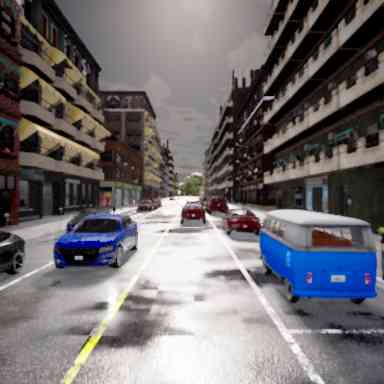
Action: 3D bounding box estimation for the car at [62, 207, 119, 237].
[{"bbox_3d":[-5.679,1.637,19.170,1.947,1.339,4.313,1,0,0],"label":"car"}]

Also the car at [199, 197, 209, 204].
[{"bbox_3d":[2.704,1.829,74.841,2.008,1.369,4.403,1,0,0],"label":"car"}]

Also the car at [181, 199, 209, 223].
[{"bbox_3d":[0.100,1.576,26.774,1.882,1.535,5.008,0,0,0],"label":"car"}]

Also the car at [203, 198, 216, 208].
[{"bbox_3d":[2.703,1.721,52.726,1.752,1.417,4.829,1,0,0],"label":"car"}]

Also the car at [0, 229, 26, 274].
[{"bbox_3d":[-5.679,1.596,8.028,1.947,1.339,4.313,1,0,0],"label":"car"}]

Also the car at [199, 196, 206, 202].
[{"bbox_3d":[2.705,1.847,86.153,1.752,1.417,4.829,1,0,0],"label":"car"}]

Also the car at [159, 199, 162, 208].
[{"bbox_3d":[-5.678,1.756,47.025,1.802,1.307,4.206,1,0,0],"label":"car"}]

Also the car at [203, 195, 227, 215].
[{"bbox_3d":[2.705,1.447,35.844,2.192,1.841,5.009,1,0,0],"label":"car"}]

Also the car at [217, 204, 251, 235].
[{"bbox_3d":[2.701,1.615,19.130,1.887,1.381,4.507,1,0,0],"label":"car"}]

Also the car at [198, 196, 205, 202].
[{"bbox_3d":[2.705,1.924,91.555,1.802,1.307,4.206,1,0,0],"label":"car"}]

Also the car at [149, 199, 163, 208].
[{"bbox_3d":[-5.678,1.777,52.597,1.802,1.307,4.206,1,0,0],"label":"car"}]

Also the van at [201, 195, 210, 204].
[{"bbox_3d":[2.707,1.599,69.270,1.690,1.788,3.998,1,0,0],"label":"van"}]

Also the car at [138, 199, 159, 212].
[{"bbox_3d":[-5.678,1.698,41.455,1.887,1.381,4.507,1,0,0],"label":"car"}]

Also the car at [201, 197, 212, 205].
[{"bbox_3d":[2.704,1.781,63.699,1.887,1.381,4.507,1,0,0],"label":"car"}]

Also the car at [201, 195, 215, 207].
[{"bbox_3d":[2.707,1.531,58.129,2.192,1.841,5.009,1,0,0],"label":"car"}]

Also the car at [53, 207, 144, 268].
[{"bbox_3d":[-3.090,1.521,11.622,1.882,1.535,5.008,0,0,0],"label":"car"}]

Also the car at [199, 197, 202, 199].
[{"bbox_3d":[0.101,1.659,45.227,2.128,1.511,4.902,0,0,0],"label":"car"}]

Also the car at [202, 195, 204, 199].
[{"bbox_3d":[2.706,1.468,41.415,2.192,1.841,5.009,1,0,0],"label":"car"}]

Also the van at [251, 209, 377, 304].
[{"bbox_3d":[2.703,1.371,7.990,1.690,1.788,3.998,1,0,0],"label":"van"}]
